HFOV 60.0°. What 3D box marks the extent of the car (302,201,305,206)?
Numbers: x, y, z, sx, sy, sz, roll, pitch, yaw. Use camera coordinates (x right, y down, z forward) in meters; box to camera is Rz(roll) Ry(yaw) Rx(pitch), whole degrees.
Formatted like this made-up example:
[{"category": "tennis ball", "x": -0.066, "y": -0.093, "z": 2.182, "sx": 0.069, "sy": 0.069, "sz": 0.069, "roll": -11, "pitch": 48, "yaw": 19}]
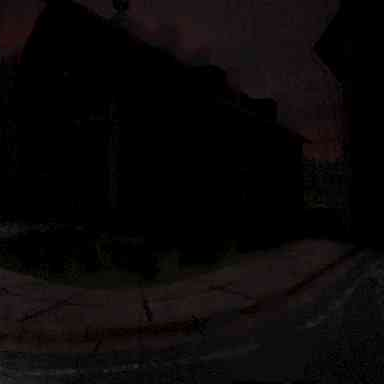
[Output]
[{"category": "car", "x": 21.218, "y": 2.047, "z": 66.716, "sx": 1.905, "sy": 1.878, "sz": 3.866, "roll": 0, "pitch": -1, "yaw": 36}]
